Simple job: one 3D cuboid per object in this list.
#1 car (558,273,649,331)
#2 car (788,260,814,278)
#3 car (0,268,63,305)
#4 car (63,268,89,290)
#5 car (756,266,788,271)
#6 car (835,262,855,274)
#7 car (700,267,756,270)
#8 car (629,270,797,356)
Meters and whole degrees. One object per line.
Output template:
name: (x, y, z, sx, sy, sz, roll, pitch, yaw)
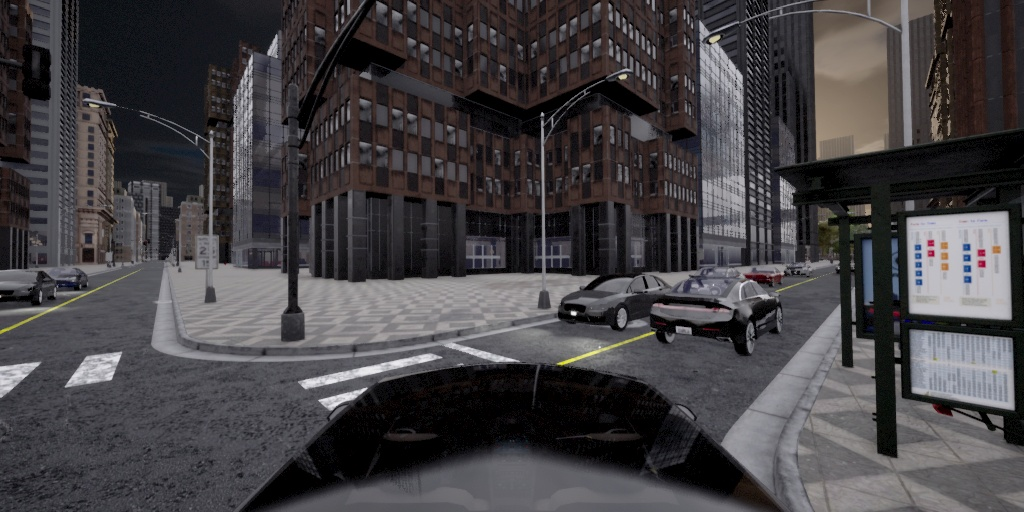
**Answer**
car: (3.477, 1.320, 11.436, 4.892, 1.490, 1.837, 0, -1, -42)
car: (28.317, 1.408, 35.399, 4.181, 1.385, 1.994, 0, -1, -44)
car: (-22.362, 1.399, 16.171, 1.837, 1.490, 4.892, 0, -1, -44)
car: (-29.624, 1.495, 23.690, 2.033, 1.411, 5.357, 0, -1, -44)
car: (17.414, 1.413, 24.963, 4.718, 1.301, 1.895, 0, -1, -44)
car: (37.459, 1.350, 39.944, 4.718, 1.301, 1.895, 0, -1, -44)
car: (10.261, 1.305, 18.047, 4.902, 1.511, 2.128, 0, -1, -44)
car: (5.121, 1.251, 8.753, 4.902, 1.511, 2.128, 0, -1, -44)
